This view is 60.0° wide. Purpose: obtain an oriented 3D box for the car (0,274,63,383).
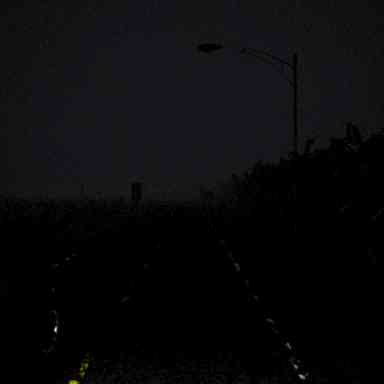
[{"bbox_3d":[-2.857,1.558,3.138,1.994,1.385,4.181,0,0,0],"label":"car"}]
